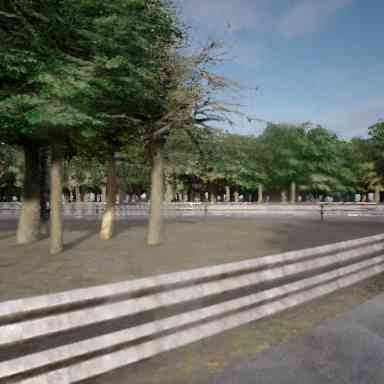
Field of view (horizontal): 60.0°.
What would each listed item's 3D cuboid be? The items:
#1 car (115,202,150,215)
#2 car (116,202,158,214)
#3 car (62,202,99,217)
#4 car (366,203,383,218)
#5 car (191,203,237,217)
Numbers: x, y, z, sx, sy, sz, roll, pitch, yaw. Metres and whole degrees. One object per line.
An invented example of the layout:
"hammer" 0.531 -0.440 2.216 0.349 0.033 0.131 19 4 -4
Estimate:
"car" -7.504 2.026 39.623 4.892 1.490 1.837 0 -1 5
"car" -7.106 2.067 43.101 5.008 1.535 1.882 0 -1 6
"car" -12.724 1.900 36.607 4.902 1.511 2.128 0 -1 5
"car" 20.261 1.812 33.477 4.892 1.490 1.837 0 -1 5
"car" 2.341 1.863 35.177 4.902 1.511 2.128 0 -1 5
